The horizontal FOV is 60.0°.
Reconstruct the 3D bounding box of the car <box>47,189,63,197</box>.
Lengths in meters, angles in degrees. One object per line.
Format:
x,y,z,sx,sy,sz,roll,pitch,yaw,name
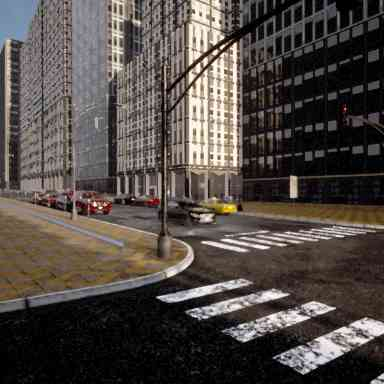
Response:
-28.151,0.214,68.454,2.008,1.369,4.403,1,0,-36,car

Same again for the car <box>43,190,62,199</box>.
-25.114,0.380,59.855,2.033,1.411,5.357,0,1,-34,car

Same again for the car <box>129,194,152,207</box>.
-4.955,0.977,36.683,1.802,1.307,4.206,1,0,-36,car

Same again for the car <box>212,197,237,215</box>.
1.642,1.127,27.798,1.752,1.417,4.829,1,0,-36,car

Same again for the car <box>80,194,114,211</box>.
-9.491,0.981,33.063,1.994,1.385,4.181,0,1,-36,car

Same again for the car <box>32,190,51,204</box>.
-18.344,0.793,40.811,1.802,1.307,4.206,1,0,-36,car

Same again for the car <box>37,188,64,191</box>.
-20.728,0.409,48.608,2.097,1.767,4.553,0,1,-36,car

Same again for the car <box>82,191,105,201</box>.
-14.896,0.646,50.300,1.947,1.339,4.313,1,0,-36,car

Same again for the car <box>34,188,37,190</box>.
-34.776,-0.105,77.531,1.967,1.590,4.097,1,0,-36,car

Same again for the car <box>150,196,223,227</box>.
-0.487,1.229,20.723,1.812,1.442,4.674,0,1,-36,car

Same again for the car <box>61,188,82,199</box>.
-21.518,0.186,59.375,2.192,1.841,5.009,1,0,-36,car

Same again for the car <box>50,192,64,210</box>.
-11.717,0.987,31.735,1.947,1.339,4.313,1,0,-36,car

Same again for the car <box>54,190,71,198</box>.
-24.937,0.289,64.053,1.752,1.417,4.829,1,0,-36,car

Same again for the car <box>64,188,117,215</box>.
-8.398,0.841,27.195,2.192,1.841,5.009,1,0,-36,car

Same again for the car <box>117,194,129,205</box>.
-8.269,0.856,41.222,1.947,1.339,4.313,1,0,-36,car

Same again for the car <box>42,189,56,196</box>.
-31.465,0.104,72.993,1.887,1.381,4.507,1,0,-36,car

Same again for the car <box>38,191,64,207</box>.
-15.030,0.861,36.273,1.887,1.381,4.507,1,0,-36,car

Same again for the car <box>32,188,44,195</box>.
-38.089,-0.208,82.070,1.967,1.590,4.097,1,0,-36,car
